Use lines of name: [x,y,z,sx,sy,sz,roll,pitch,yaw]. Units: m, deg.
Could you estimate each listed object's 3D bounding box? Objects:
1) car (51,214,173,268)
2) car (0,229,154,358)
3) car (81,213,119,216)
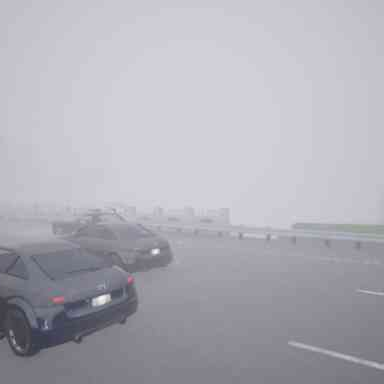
car: [-2.618,1.593,10.170,4.181,1.385,1.994,0,0,36]
car: [-2.976,1.585,6.121,4.181,1.385,1.994,0,0,36]
car: [-4.696,1.648,15.960,4.718,1.301,1.895,0,0,36]
